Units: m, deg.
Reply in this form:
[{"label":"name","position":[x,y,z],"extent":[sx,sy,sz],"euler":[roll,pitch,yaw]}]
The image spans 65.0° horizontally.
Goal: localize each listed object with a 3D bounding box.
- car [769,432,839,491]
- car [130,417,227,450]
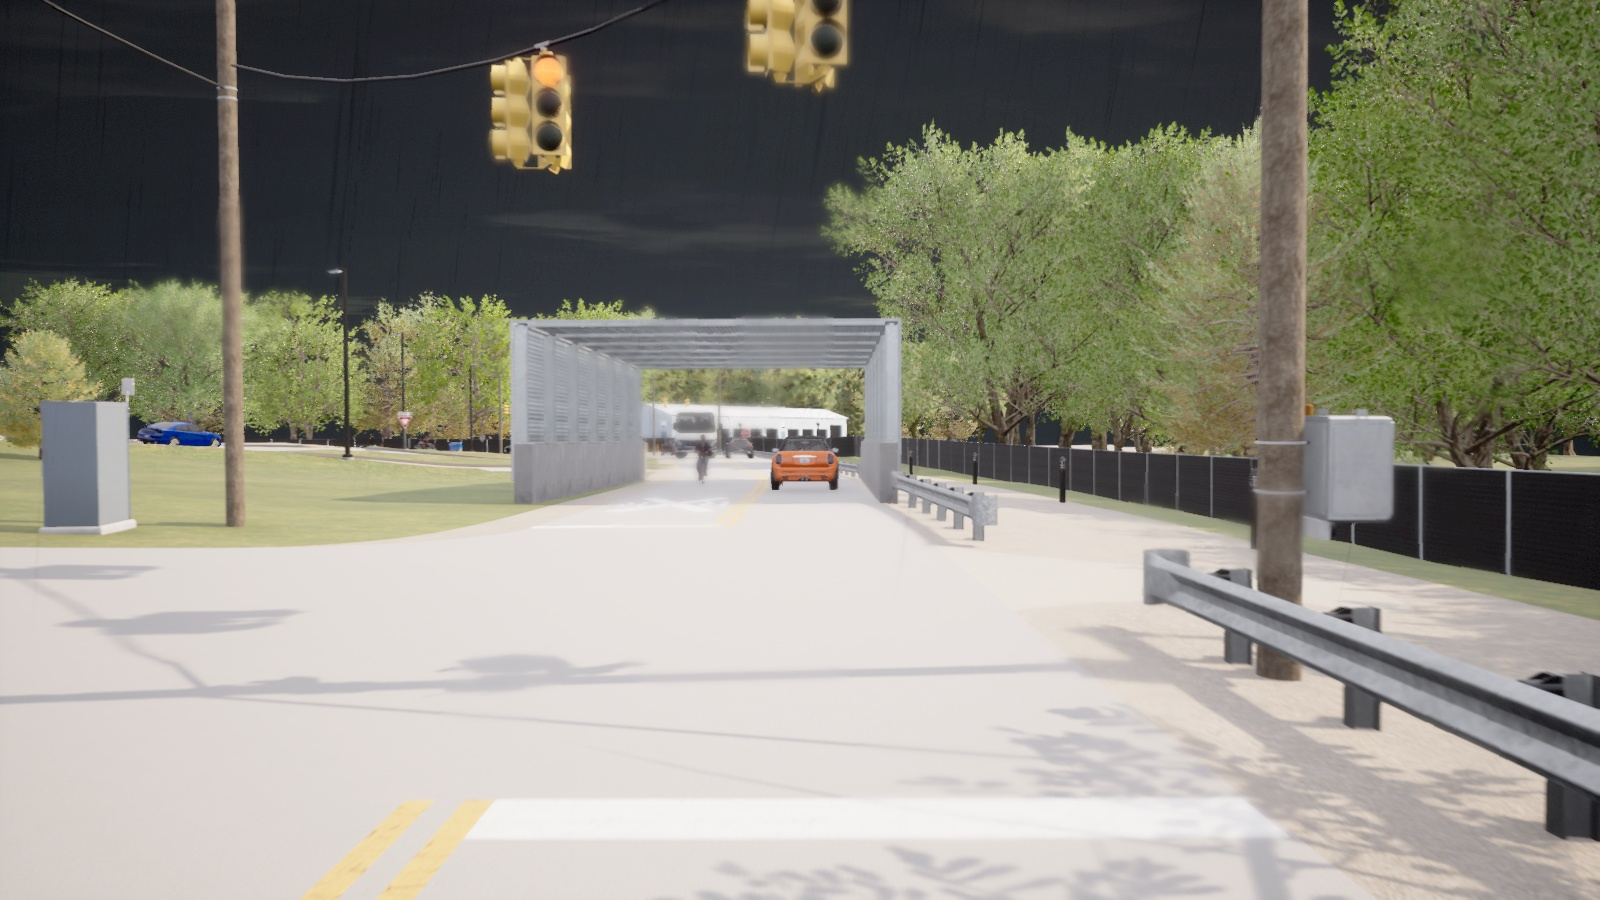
[{"label":"car","position":[0.154,0.330,40.157],"extent":[2.097,1.767,4.553],"euler":[0,0,1]},{"label":"car","position":[-35.416,-0.914,71.731],"extent":[1.882,1.535,5.008],"euler":[7,1,17]}]
